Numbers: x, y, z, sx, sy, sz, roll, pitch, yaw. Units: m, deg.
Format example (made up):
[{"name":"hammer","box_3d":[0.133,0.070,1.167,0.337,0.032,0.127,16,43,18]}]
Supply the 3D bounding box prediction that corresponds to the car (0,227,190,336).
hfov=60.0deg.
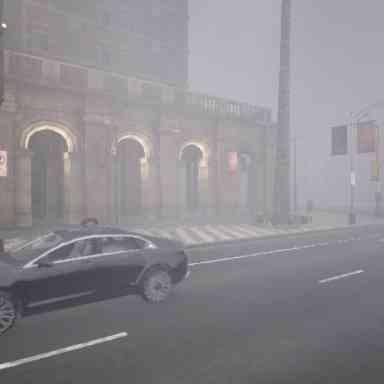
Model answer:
[{"name":"car","box_3d":[-2.340,1.491,6.617,4.902,1.511,2.128,0,0,-35]}]
